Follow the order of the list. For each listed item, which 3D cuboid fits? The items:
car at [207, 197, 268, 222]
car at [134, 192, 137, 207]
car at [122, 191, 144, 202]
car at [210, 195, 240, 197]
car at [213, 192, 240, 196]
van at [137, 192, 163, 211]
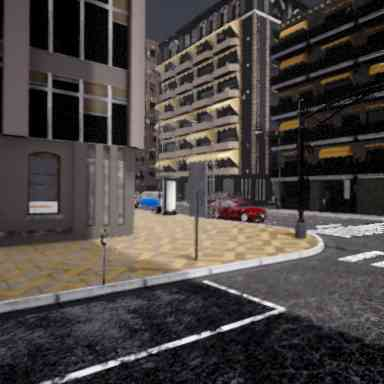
[{"bbox_3d":[3.217,1.263,23.066,1.887,1.381,4.507,2,0,-36],"label":"car"},{"bbox_3d":[-6.749,1.000,36.801,1.887,1.381,4.507,2,0,-36],"label":"car"},{"bbox_3d":[-9.934,0.714,55.464,1.967,1.590,4.097,2,0,-36],"label":"car"},{"bbox_3d":[3.135,1.250,27.568,1.994,1.385,4.181,1,1,-36],"label":"car"},{"bbox_3d":[3.358,0.939,37.150,2.192,1.841,5.009,2,0,-36],"label":"car"},{"bbox_3d":[-3.421,0.884,32.222,1.690,1.788,3.998,2,0,-36],"label":"van"}]
